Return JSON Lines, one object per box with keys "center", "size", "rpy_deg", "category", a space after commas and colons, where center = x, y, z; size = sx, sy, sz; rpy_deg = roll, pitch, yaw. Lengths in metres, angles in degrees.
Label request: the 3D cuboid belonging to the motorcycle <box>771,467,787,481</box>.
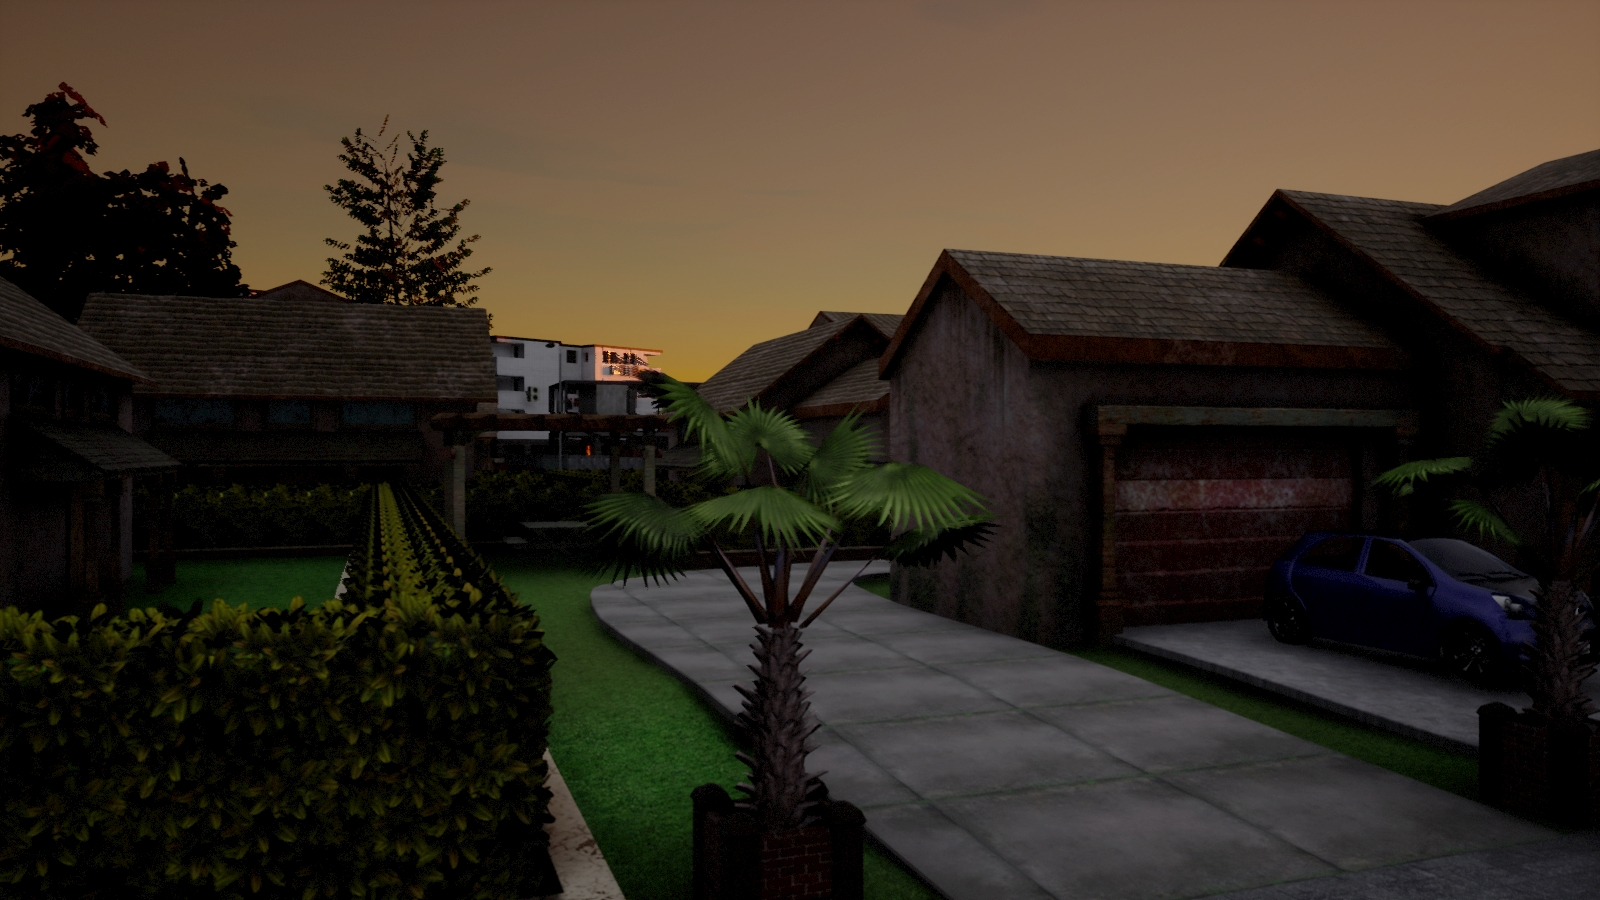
{"center": [-1.902, 2.174, 102.860], "size": [0.803, 1.199, 2.033], "rpy_deg": [0, 0, -20], "category": "motorcycle"}
